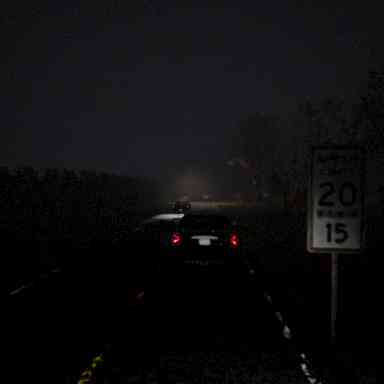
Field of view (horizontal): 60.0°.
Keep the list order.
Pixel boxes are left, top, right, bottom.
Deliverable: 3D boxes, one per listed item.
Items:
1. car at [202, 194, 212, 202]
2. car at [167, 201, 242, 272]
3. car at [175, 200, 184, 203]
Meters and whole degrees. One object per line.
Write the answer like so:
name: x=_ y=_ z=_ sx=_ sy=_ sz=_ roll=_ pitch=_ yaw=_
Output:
car: x=3.460 y=1.438 z=77.015 sx=2.150 sy=2.045 sz=5.566 roll=1 pitch=0 yaw=3
car: x=0.436 y=1.366 z=11.042 sx=2.097 sy=1.767 sz=4.553 roll=1 pitch=0 yaw=3
car: x=-1.099 y=1.631 z=37.714 sx=1.895 sy=1.301 sz=4.718 roll=1 pitch=0 yaw=3
